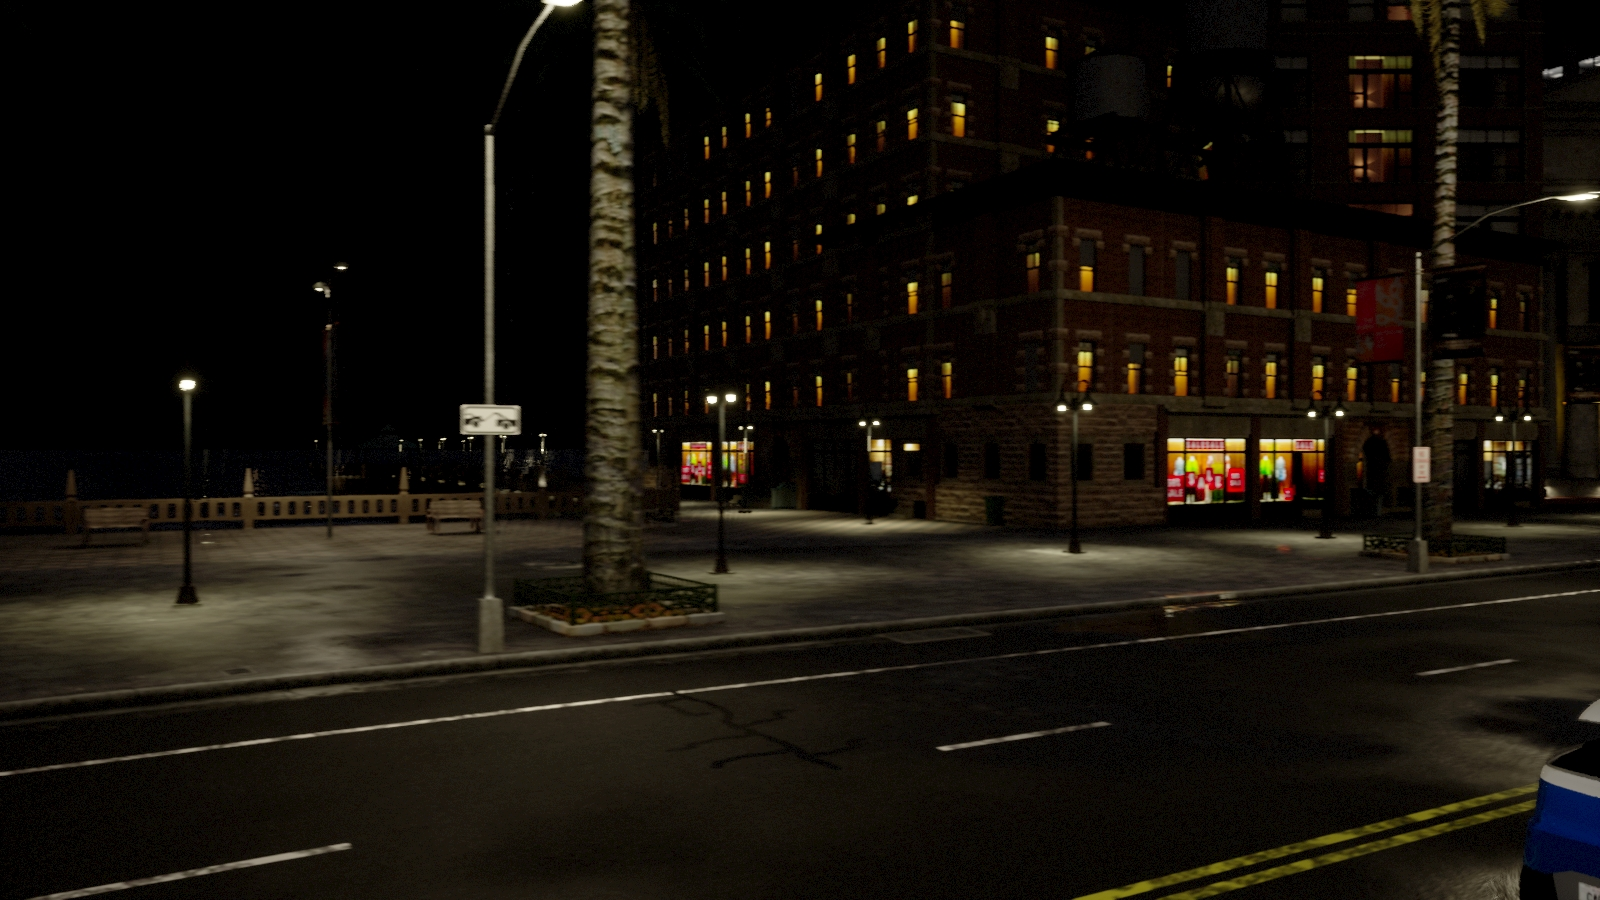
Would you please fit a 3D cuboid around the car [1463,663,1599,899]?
[{"bbox_3d":[5.307,2.119,6.769,2.207,1.376,1.481,0,0,-30],"label":"car"}]
